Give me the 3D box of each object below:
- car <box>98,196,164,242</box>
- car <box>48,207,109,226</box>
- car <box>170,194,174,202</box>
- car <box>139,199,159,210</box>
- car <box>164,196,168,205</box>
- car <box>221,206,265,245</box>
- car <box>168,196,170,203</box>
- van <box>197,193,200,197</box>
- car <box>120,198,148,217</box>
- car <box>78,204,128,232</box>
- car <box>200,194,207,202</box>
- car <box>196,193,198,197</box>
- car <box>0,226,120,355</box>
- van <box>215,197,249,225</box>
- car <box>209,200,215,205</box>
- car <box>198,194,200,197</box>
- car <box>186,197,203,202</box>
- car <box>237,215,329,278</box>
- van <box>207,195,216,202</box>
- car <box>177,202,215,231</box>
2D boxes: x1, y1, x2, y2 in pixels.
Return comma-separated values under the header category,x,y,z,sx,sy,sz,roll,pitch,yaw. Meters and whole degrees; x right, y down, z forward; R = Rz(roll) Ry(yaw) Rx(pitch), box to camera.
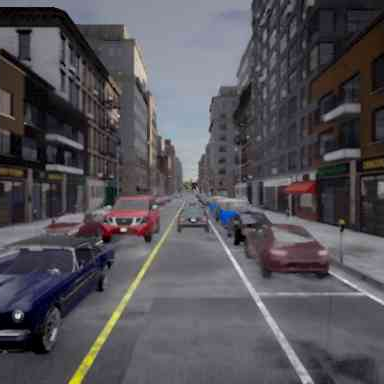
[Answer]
category,x,y,z,sx,sy,sz,roll,pitch,yaw
car,-2.858,1.220,16.682,2.150,2.045,5.566,0,0,0
car,-5.409,1.581,15.352,1.802,1.307,4.206,0,0,0
car,-5.491,1.584,70.462,1.887,1.381,4.507,0,0,0
car,-5.450,1.567,42.906,2.008,1.369,4.403,0,0,0
car,-5.467,1.571,53.928,1.887,1.381,4.507,0,0,0
car,2.616,1.563,15.365,1.947,1.339,4.313,0,0,0
car,-5.475,1.613,59.439,1.802,1.307,4.206,0,0,0
van,2.534,1.379,70.473,1.690,1.788,3.998,0,0,0
car,-5.434,1.447,31.885,1.967,1.590,4.097,0,0,0
car,-5.417,1.551,20.863,2.008,1.369,4.403,0,0,0
car,2.566,1.459,48.429,1.967,1.590,4.097,0,0,0
car,2.525,1.356,75.985,2.192,1.841,5.009,0,0,0
car,-2.859,1.600,6.215,1.895,1.301,4.718,0,0,0
van,2.608,1.339,20.875,1.690,1.788,3.998,0,0,0
car,2.599,1.551,26.386,2.008,1.369,4.403,0,0,0
car,2.550,1.469,59.452,1.967,1.590,4.097,0,0,0
car,0.038,1.615,42.616,1.895,1.301,4.718,0,0,0
car,2.625,1.579,9.855,1.802,1.307,4.206,0,0,0
van,2.591,1.346,31.897,1.690,1.788,3.998,0,0,0
car,0.070,1.546,20.352,2.033,1.411,5.357,0,0,0
